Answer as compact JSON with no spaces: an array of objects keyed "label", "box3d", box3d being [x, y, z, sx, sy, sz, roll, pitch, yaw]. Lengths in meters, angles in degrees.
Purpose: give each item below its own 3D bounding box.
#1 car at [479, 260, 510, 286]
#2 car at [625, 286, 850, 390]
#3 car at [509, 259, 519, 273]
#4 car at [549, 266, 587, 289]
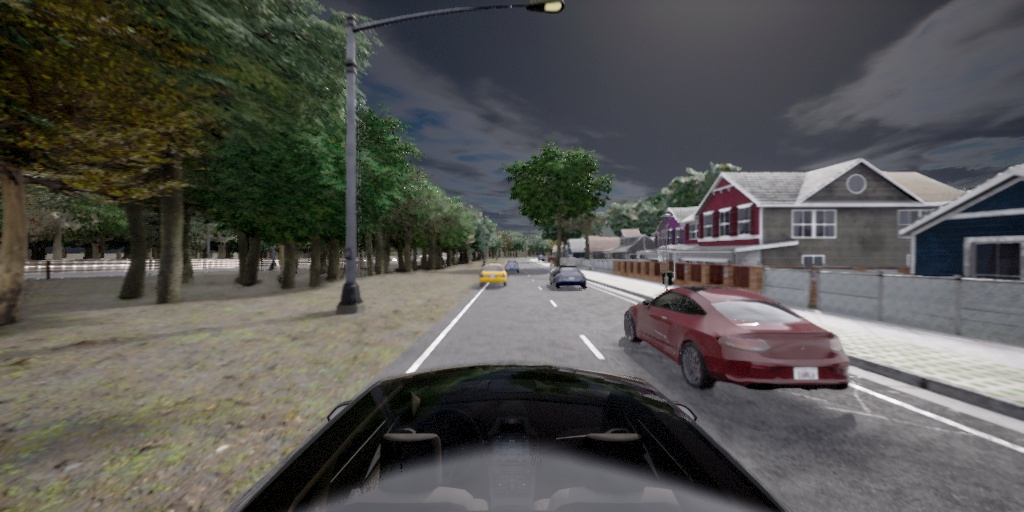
[{"label":"car","box3d":[-1.225,1.226,25.035,1.801,1.575,5.366,0,0,0]},{"label":"car","box3d":[3.601,1.276,6.697,1.812,1.442,4.674,0,0,0]},{"label":"car","box3d":[0.020,1.374,45.535,2.033,1.411,5.357,0,0,0]},{"label":"car","box3d":[3.600,1.332,23.608,1.994,1.385,4.181,0,0,0]}]
